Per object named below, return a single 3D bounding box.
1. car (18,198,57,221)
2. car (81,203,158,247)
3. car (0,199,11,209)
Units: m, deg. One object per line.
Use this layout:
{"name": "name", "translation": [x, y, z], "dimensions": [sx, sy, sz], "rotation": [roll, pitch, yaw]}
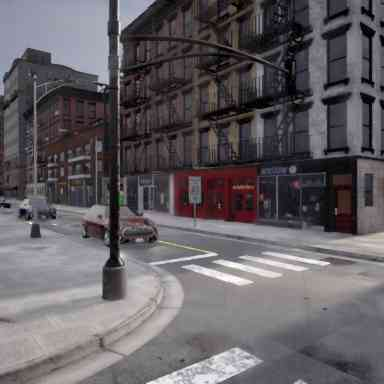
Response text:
{"name": "car", "translation": [-12.601, 1.309, 27.020], "dimensions": [2.097, 1.767, 4.553], "rotation": [0, 0, -38]}
{"name": "car", "translation": [-3.392, 1.335, 15.104], "dimensions": [2.097, 1.767, 4.553], "rotation": [0, 0, -35]}
{"name": "car", "translation": [-24.691, 1.529, 42.831], "dimensions": [1.895, 1.301, 4.718], "rotation": [0, 0, -38]}
